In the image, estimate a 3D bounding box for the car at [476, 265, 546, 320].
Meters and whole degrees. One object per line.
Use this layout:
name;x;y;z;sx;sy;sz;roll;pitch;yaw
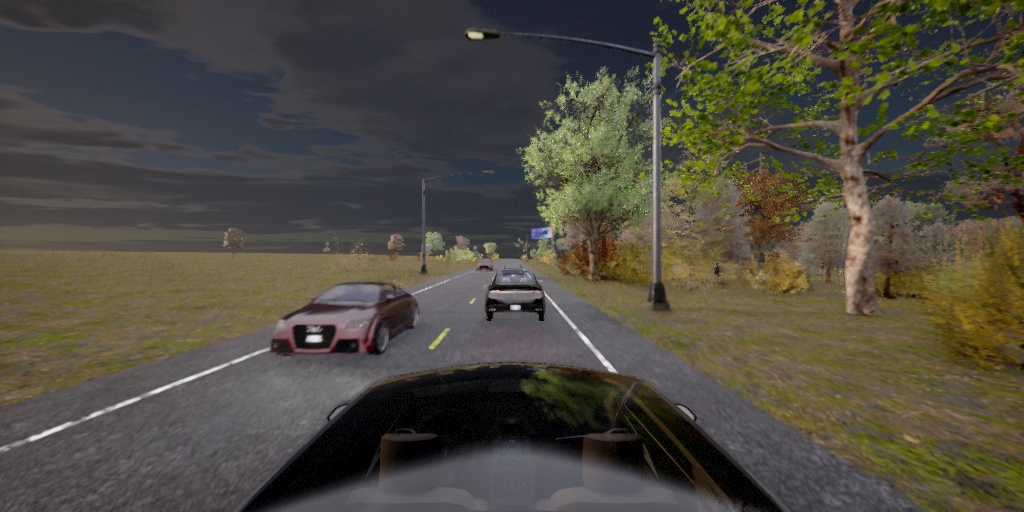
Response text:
car;0.104;1.245;12.569;2.128;1.511;4.902;0;0;0

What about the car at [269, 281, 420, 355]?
car;-3.599;1.316;8.511;1.994;1.385;4.181;0;0;0

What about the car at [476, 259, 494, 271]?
car;-3.569;1.125;47.673;2.097;1.767;4.553;0;0;0
